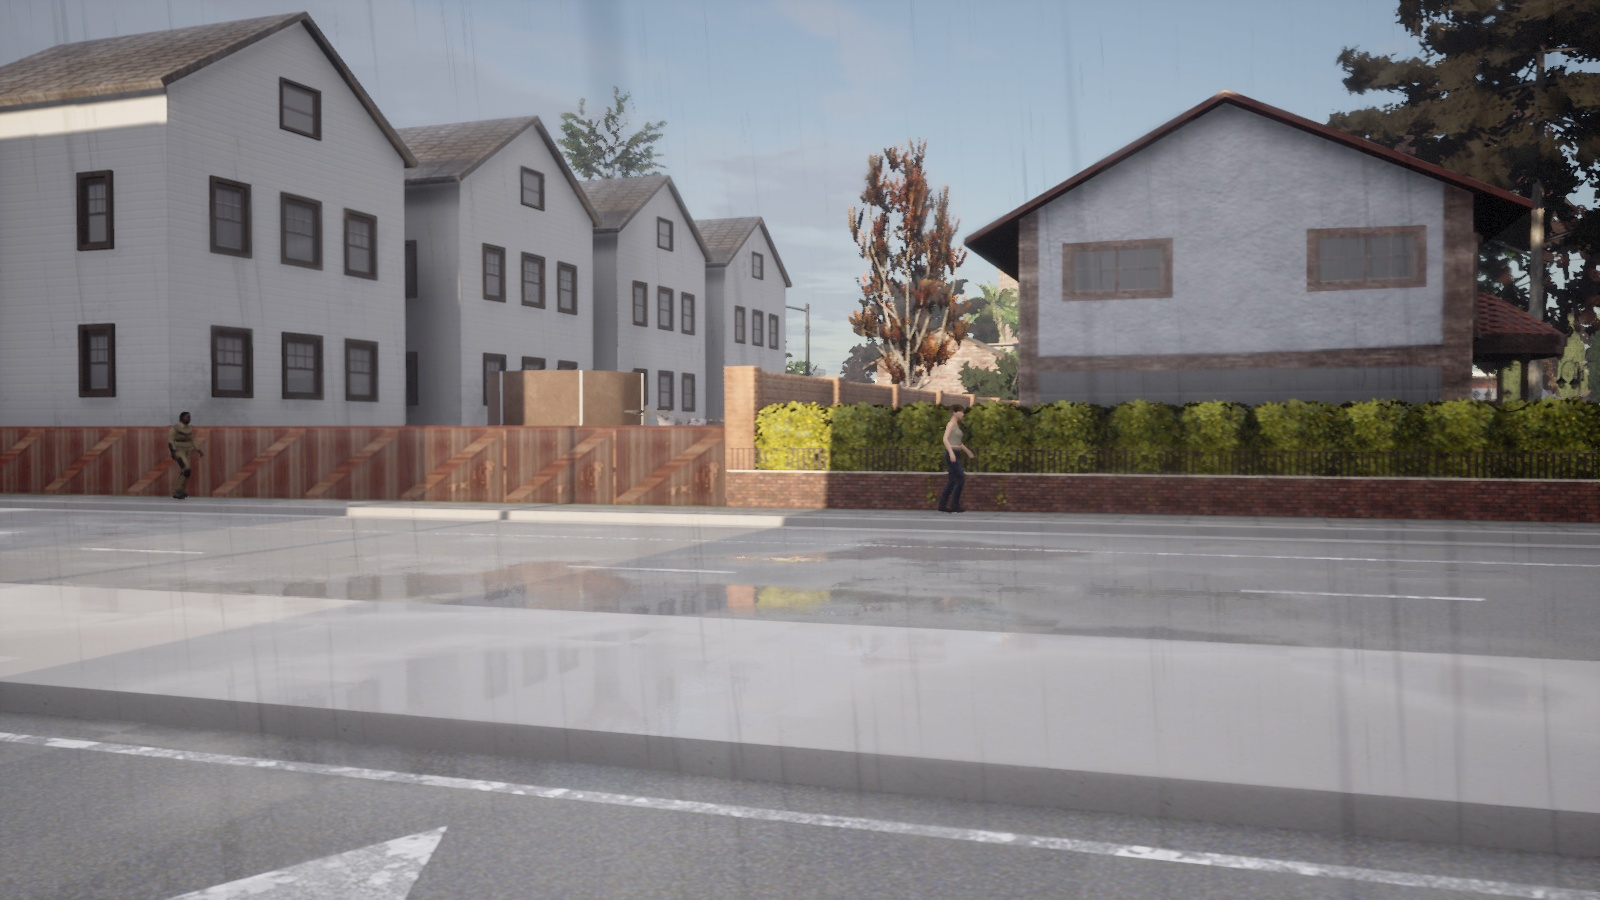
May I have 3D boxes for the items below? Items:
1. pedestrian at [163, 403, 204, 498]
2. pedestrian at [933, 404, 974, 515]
[{"bbox_3d":[-12.704,0.006,25.886,0.692,1.930,0.396,1,1,21],"label":"pedestrian"},{"bbox_3d":[2.560,0.153,20.951,0.594,1.836,0.345,1,1,20],"label":"pedestrian"}]
